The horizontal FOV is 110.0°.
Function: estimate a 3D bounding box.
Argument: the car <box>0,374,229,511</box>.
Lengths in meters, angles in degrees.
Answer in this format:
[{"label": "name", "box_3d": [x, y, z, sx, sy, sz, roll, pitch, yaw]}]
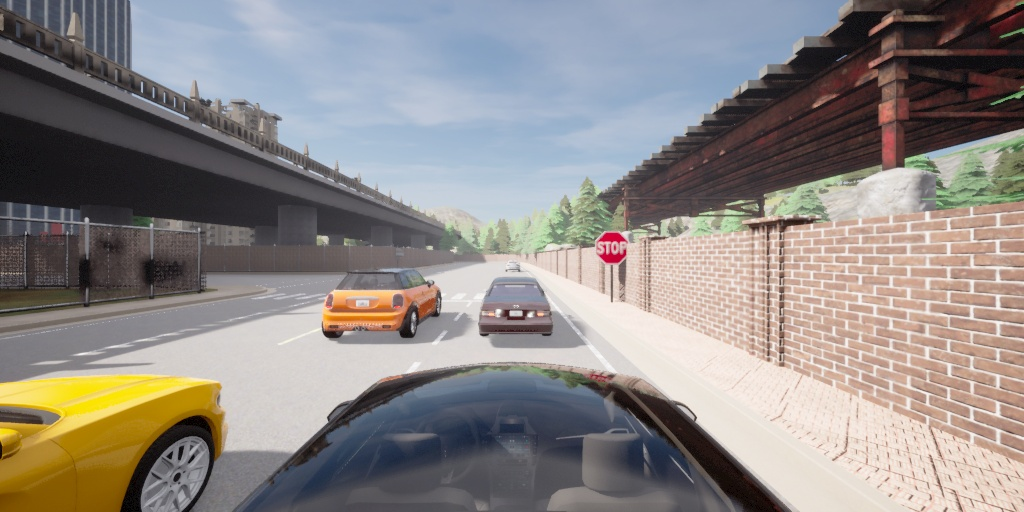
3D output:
[{"label": "car", "box_3d": [-3.397, 1.228, 1.054, 1.882, 1.535, 5.008, 0, 0, 0]}]

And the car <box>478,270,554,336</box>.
[{"label": "car", "box_3d": [0.087, 1.297, 10.331, 2.033, 1.411, 5.357, 0, 0, 0]}]

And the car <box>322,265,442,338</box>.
[{"label": "car", "box_3d": [-3.414, 1.102, 10.312, 2.097, 1.767, 4.553, 0, 0, 0]}]

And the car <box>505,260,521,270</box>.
[{"label": "car", "box_3d": [0.110, 1.276, 46.214, 1.812, 1.442, 4.674, 0, 0, -1]}]
